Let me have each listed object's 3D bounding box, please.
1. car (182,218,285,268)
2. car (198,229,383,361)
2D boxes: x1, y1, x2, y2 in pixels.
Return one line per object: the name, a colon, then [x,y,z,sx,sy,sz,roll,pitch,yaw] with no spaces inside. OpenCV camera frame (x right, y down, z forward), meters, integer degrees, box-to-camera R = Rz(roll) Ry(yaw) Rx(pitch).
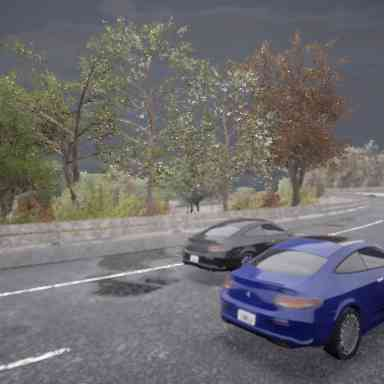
car: [1.818,1.502,9.848,4.674,1.442,1.812,0,0,-40]
car: [2.529,1.503,5.899,4.674,1.442,1.812,0,0,-39]
